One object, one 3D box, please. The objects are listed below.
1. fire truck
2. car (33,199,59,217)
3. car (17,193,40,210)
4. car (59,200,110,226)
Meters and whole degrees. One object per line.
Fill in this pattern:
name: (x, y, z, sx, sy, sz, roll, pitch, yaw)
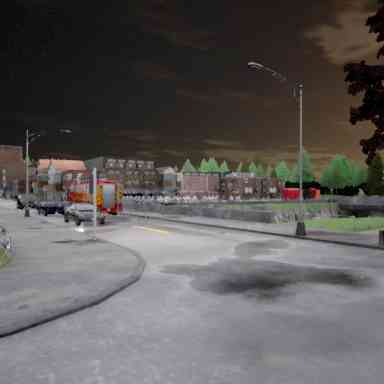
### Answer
fire truck: (-10.055, 0.342, 34.126, 2.891, 3.827, 8.468, 0, 0, -35)
car: (-13.478, 1.601, 31.854, 1.895, 1.301, 4.718, 0, 0, -35)
car: (-21.048, 1.213, 42.715, 2.150, 2.045, 5.566, 0, 1, -35)
car: (-7.794, 1.526, 23.785, 1.812, 1.442, 4.674, 0, 0, -35)
